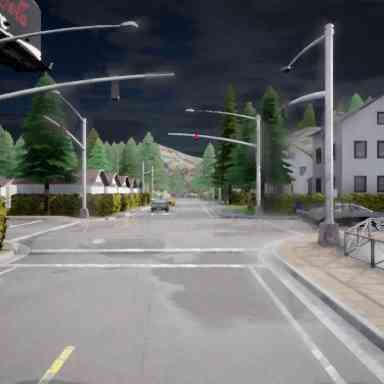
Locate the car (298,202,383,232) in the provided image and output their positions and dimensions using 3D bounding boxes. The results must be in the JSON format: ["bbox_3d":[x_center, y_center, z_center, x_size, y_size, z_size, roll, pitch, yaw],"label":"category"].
[{"bbox_3d":[8.284,1.299,17.906,4.902,1.511,2.128,0,0,0],"label":"car"}]

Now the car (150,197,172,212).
[{"bbox_3d":[-3.595,1.526,38.168,1.812,1.442,4.674,0,0,0],"label":"car"}]

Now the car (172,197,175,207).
[{"bbox_3d":[-3.589,1.477,51.359,1.882,1.535,5.008,0,0,0],"label":"car"}]
